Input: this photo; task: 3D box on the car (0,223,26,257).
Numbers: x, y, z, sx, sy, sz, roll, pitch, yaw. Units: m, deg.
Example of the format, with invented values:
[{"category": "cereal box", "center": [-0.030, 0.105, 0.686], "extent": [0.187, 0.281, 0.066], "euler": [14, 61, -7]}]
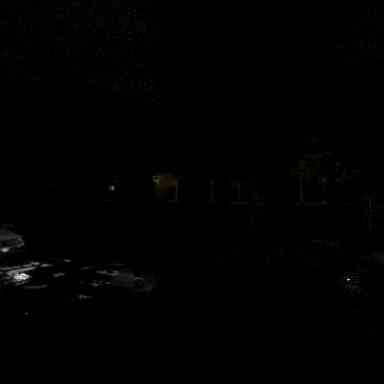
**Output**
[{"category": "car", "center": [-7.997, 1.598, 12.144], "extent": [4.674, 1.442, 1.812], "euler": [0, 0, 34]}]

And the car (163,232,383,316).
[{"category": "car", "center": [2.096, 1.658, 7.577], "extent": [5.357, 1.411, 2.033], "euler": [0, 0, 20]}]
